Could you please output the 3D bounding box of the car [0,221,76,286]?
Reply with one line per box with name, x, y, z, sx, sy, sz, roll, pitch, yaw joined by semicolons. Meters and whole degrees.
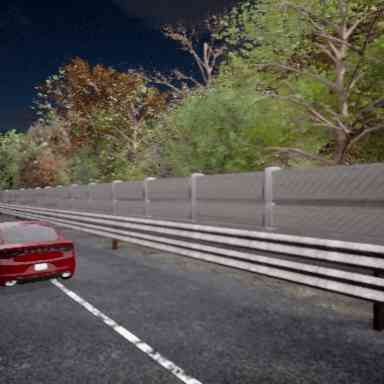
car;-4.897;1.562;9.448;1.882;1.535;5.008;-1;0;-37
